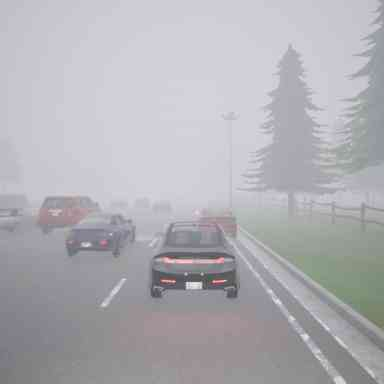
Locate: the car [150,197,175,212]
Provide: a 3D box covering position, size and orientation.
[{"bbox_3d":[-3.377,1.601,39.010,1.895,1.301,4.718,0,0,0],"label":"car"}]

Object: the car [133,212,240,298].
[{"bbox_3d":[0.057,1.492,8.480,2.128,1.511,4.902,0,0,0],"label":"car"}]

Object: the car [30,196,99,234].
[{"bbox_3d":[-6.888,1.221,19.437,2.150,2.045,5.566,0,0,0],"label":"car"}]

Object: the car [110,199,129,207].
[{"bbox_3d":[-10.371,1.601,47.878,1.895,1.301,4.718,0,0,0],"label":"car"}]

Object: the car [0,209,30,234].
[{"bbox_3d":[-10.389,1.601,19.271,1.895,1.301,4.718,0,0,0],"label":"car"}]

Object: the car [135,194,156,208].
[{"bbox_3d":[-6.872,1.491,47.070,2.128,1.511,4.902,0,0,0],"label":"car"}]

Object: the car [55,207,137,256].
[{"bbox_3d":[-3.405,1.526,13.005,1.812,1.442,4.674,0,0,0],"label":"car"}]

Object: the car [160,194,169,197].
[{"bbox_3d":[-6.943,1.355,93.684,2.097,1.767,4.553,0,0,0],"label":"car"}]

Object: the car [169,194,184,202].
[{"bbox_3d":[-3.452,1.540,74.947,2.033,1.411,5.357,0,0,0],"label":"car"}]

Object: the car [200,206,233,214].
[{"bbox_3d":[1.236,1.478,17.821,1.882,1.535,5.008,0,0,0],"label":"car"}]
